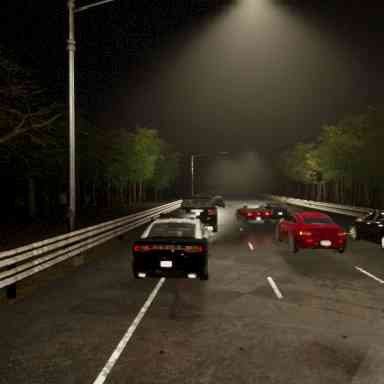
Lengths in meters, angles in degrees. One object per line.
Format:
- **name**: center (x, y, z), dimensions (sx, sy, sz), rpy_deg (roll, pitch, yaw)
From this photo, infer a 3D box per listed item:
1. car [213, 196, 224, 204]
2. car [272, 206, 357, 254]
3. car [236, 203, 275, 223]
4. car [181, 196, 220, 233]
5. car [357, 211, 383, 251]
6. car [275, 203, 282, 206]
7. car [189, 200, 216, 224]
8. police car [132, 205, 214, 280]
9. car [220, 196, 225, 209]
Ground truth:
- **car**: center (5.080, 1.507, 64.211), dimensions (2.128, 1.511, 4.902), rpy_deg (0, 0, 5)
- **car**: center (4.631, 1.528, 13.363), dimensions (1.812, 1.442, 4.674), rpy_deg (0, 0, 4)
- **car**: center (4.675, 1.600, 25.901), dimensions (1.895, 1.301, 4.718), rpy_deg (-3, 0, -1)
- **car**: center (0.464, 1.228, 19.988), dimensions (2.150, 2.045, 5.566), rpy_deg (0, 0, 5)
- **car**: center (8.160, 1.510, 13.619), dimensions (1.837, 1.490, 4.892), rpy_deg (0, 1, 4)
- **car**: center (6.535, 1.582, 27.377), dimensions (1.994, 1.385, 4.181), rpy_deg (1, 0, -6)
- **car**: center (0.935, 1.484, 25.941), dimensions (1.882, 1.535, 5.008), rpy_deg (0, 0, 5)
- **police car**: center (-0.404, 1.428, 10.114), dimensions (1.930, 1.638, 5.238), rpy_deg (0, 0, 4)
- **car**: center (3.666, 1.559, 46.382), dimensions (2.033, 1.411, 5.357), rpy_deg (0, 0, 5)
